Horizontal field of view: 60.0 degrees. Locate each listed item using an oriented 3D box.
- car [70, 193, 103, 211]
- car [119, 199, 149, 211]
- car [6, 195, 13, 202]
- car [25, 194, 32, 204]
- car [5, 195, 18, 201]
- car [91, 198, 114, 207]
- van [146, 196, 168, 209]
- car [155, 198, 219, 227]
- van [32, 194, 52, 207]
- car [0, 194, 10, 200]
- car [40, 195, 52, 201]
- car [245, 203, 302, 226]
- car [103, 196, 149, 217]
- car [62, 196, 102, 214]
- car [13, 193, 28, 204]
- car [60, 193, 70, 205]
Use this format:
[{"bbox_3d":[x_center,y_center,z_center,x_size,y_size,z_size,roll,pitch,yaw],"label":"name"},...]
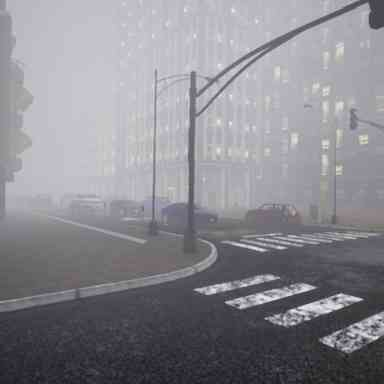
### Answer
[{"bbox_3d":[-12.109,1.135,39.001,2.150,2.045,5.566,1,0,-35],"label":"car"},{"bbox_3d":[-7.391,1.580,42.319,2.008,1.369,4.403,1,-1,-35],"label":"car"},{"bbox_3d":[-37.124,1.394,69.697,1.947,1.339,4.313,1,-1,-35],"label":"car"},{"bbox_3d":[-24.037,1.430,51.279,1.802,1.307,4.206,1,-1,-35],"label":"car"},{"bbox_3d":[-40.395,1.375,74.301,2.008,1.369,4.403,1,-1,-35],"label":"car"},{"bbox_3d":[-13.935,1.582,51.528,1.947,1.339,4.313,1,-1,-35],"label":"car"},{"bbox_3d":[-4.115,1.378,37.717,1.690,1.788,3.998,1,-1,-35],"label":"van"},{"bbox_3d":[-0.243,1.422,22.265,1.882,1.535,5.008,1,-1,-36],"label":"car"},{"bbox_3d":[-20.761,1.195,46.677,1.690,1.788,3.998,1,-1,-35],"label":"van"},{"bbox_3d":[-46.844,1.363,83.374,1.752,1.417,4.829,1,-1,-35],"label":"car"},{"bbox_3d":[-36.839,1.566,83.758,1.802,1.307,4.206,1,-1,-35],"label":"car"},{"bbox_3d":[5.699,1.500,23.902,1.967,1.590,4.097,1,-1,-35],"label":"car"},{"bbox_3d":[-6.217,1.435,30.675,1.837,1.490,4.892,1,-1,-35],"label":"car"},{"bbox_3d":[-10.949,1.424,32.861,2.008,1.369,4.403,1,-1,-35],"label":"car"},{"bbox_3d":[-30.577,1.153,60.490,2.192,1.841,5.009,1,-1,-35],"label":"car"},{"bbox_3d":[-20.579,1.178,56.246,2.150,2.045,5.566,1,-1,-35],"label":"car"}]
